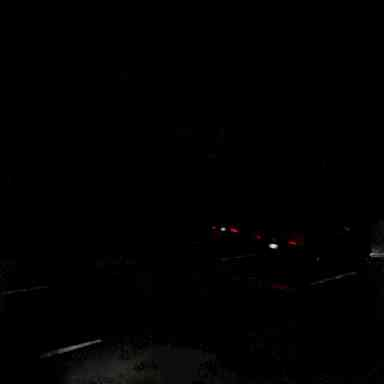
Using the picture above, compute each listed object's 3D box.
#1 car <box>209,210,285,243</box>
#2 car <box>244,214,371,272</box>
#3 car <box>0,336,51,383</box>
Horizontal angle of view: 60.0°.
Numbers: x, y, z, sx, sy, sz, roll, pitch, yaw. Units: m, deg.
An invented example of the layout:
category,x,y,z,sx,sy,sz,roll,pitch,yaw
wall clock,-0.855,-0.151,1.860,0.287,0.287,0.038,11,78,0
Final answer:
category,x,y,z,sx,sy,sz,roll,pitch,yaw
car,3.264,1.525,14.616,5.357,1.411,2.033,0,0,-35
car,4.005,1.545,10.859,4.181,1.385,1.994,0,0,-35
car,-3.213,1.509,1.502,4.892,1.490,1.837,0,0,-35
